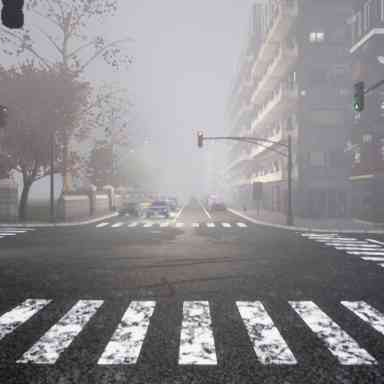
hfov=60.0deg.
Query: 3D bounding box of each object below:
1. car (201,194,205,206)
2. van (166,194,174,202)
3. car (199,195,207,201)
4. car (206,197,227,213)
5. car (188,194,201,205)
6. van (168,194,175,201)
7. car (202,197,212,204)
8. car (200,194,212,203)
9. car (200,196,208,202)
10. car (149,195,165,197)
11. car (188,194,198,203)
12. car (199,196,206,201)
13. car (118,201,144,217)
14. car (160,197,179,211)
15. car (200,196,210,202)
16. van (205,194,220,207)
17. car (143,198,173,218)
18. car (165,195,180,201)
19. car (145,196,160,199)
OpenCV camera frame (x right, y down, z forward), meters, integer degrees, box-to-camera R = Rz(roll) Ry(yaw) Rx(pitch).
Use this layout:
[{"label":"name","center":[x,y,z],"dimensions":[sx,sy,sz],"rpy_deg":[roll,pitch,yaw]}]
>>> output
[{"label":"car","center":[2.869,1.479,53.422],"dimensions":[1.967,1.590,4.097],"rpy_deg":[0,0,0]},{"label":"van","center":[-5.419,1.431,81.600],"dimensions":[1.690,1.788,3.998],"rpy_deg":[0,0,0]},{"label":"car","center":[2.980,1.543,87.201],"dimensions":[1.967,1.590,4.097],"rpy_deg":[0,0,0]},{"label":"car","center":[2.813,1.563,36.530],"dimensions":[1.887,1.381,4.507],"rpy_deg":[0,0,0]},{"label":"car","center":[0.303,1.577,61.343],"dimensions":[1.812,1.442,4.674],"rpy_deg":[0,0,0]},{"label":"van","center":[-5.400,1.444,87.229],"dimensions":[1.690,1.788,3.998],"rpy_deg":[0,0,0]},{"label":"car","center":[2.906,1.602,64.681],"dimensions":[1.887,1.381,4.507],"rpy_deg":[0,0,0]},{"label":"car","center":[2.925,1.382,70.312],"dimensions":[2.192,1.841,5.009],"rpy_deg":[0,0,0]},{"label":"car","center":[2.961,1.634,81.572],"dimensions":[1.887,1.381,4.507],"rpy_deg":[0,0,0]},{"label":"car","center":[-5.529,1.346,47.819],"dimensions":[2.192,1.841,5.009],"rpy_deg":[0,0,0]},{"label":"car","center":[0.246,1.424,71.423],"dimensions":[2.097,1.767,4.553],"rpy_deg":[0,0,0]},{"label":"car","center":[2.998,1.699,92.832],"dimensions":[1.802,1.307,4.206],"rpy_deg":[0,0,0]},{"label":"car","center":[-5.585,1.579,30.928],"dimensions":[1.947,1.339,4.313],"rpy_deg":[0,0,0]},{"label":"car","center":[-2.960,1.623,40.245],"dimensions":[1.895,1.301,4.718],"rpy_deg":[0,0,0]},{"label":"car","center":[2.943,1.628,75.942],"dimensions":[2.008,1.369,4.403],"rpy_deg":[0,0,0]},{"label":"van","center":[2.833,1.365,42.161],"dimensions":[1.690,1.788,3.998],"rpy_deg":[0,0,0]},{"label":"car","center":[-2.993,1.539,30.321],"dimensions":[1.812,1.442,4.674],"rpy_deg":[0,0,0]},{"label":"car","center":[-2.910,1.540,50.436],"dimensions":[1.837,1.490,4.892],"rpy_deg":[0,0,0]},{"label":"car","center":[-5.548,1.549,42.019],"dimensions":[1.752,1.417,4.829],"rpy_deg":[0,0,0]}]
